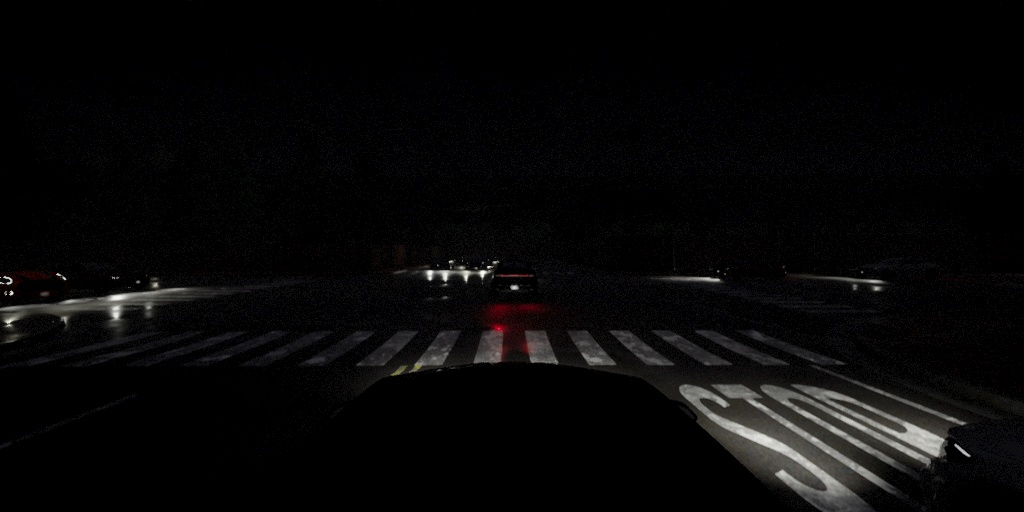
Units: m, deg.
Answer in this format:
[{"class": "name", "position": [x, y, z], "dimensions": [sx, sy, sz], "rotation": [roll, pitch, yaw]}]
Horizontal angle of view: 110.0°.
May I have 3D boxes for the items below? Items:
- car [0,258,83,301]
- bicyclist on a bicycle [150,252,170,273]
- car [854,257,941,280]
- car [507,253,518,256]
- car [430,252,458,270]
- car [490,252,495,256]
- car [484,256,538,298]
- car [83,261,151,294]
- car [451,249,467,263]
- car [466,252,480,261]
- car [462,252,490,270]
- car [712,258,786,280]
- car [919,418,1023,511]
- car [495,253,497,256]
[{"class": "car", "position": [-19.576, 0.833, 13.274], "dimensions": [4.553, 1.767, 2.097], "rotation": [0, 1, -1]}, {"class": "bicyclist on a bicycle", "position": [-27.270, 0.514, 27.786], "dimensions": [0.582, 1.620, 1.656], "rotation": [0, 1, 0]}, {"class": "car", "position": [25.842, 0.807, 24.084], "dimensions": [4.674, 1.442, 1.812], "rotation": [0, 1, 0]}, {"class": "car", "position": [0.088, 0.194, 60.307], "dimensions": [1.812, 1.442, 4.674], "rotation": [0, 1, 0]}, {"class": "car", "position": [-7.109, 0.605, 36.907], "dimensions": [1.837, 1.490, 4.892], "rotation": [0, 1, 1]}, {"class": "car", "position": [-3.591, 0.401, 46.503], "dimensions": [1.882, 1.535, 5.008], "rotation": [0, 1, 0]}, {"class": "car", "position": [0.099, 0.928, 16.021], "dimensions": [2.128, 1.511, 4.902], "rotation": [0, 1, 0]}, {"class": "car", "position": [-19.869, 0.942, 16.789], "dimensions": [4.674, 1.442, 1.812], "rotation": [0, 1, -1]}, {"class": "car", "position": [-7.093, 0.125, 47.496], "dimensions": [2.150, 2.045, 5.566], "rotation": [0, 1, 0]}, {"class": "car", "position": [-7.008, 0.061, 64.933], "dimensions": [1.882, 1.535, 5.008], "rotation": [0, 1, 0]}, {"class": "car", "position": [-3.593, 0.577, 36.945], "dimensions": [1.882, 1.535, 5.008], "rotation": [0, 1, 0]}, {"class": "car", "position": [15.843, 0.846, 24.070], "dimensions": [4.181, 1.385, 1.994], "rotation": [0, 1, 0]}, {"class": "car", "position": [3.587, 1.301, 0.341], "dimensions": [1.812, 1.442, 4.674], "rotation": [0, 1, 0]}, {"class": "car", "position": [-3.541, 0.138, 60.753], "dimensions": [1.882, 1.535, 5.008], "rotation": [0, 1, 0]}]
